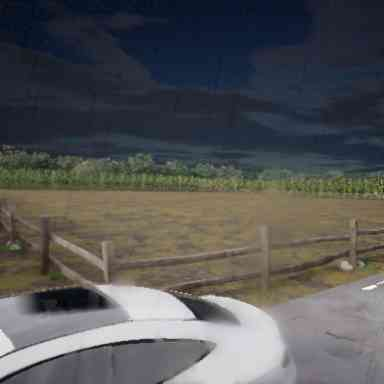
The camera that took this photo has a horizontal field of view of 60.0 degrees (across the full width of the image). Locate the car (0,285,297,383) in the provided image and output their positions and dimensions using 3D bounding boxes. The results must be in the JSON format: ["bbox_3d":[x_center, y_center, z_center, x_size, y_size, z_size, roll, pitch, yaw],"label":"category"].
[{"bbox_3d":[-1.202,1.516,2.241,4.674,1.442,1.812,0,0,-36],"label":"car"}]
